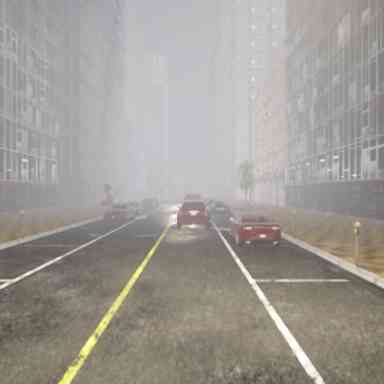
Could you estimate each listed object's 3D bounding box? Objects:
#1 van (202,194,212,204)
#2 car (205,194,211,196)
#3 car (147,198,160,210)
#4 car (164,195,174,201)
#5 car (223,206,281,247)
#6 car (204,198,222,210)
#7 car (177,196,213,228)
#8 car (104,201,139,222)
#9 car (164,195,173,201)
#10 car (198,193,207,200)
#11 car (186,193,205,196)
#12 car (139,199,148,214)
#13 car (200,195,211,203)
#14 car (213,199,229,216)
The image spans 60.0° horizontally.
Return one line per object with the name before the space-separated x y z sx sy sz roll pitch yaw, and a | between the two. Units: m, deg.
van | 2.678 1.280 60.426 1.690 1.788 3.998 0 0 0
car | 2.679 1.514 54.732 1.947 1.339 4.313 0 0 0
car | -5.699 1.509 43.354 1.887 1.381 4.507 0 0 0
car | -5.709 1.444 83.203 2.008 1.369 4.403 0 0 0
car | 2.689 1.539 14.887 1.887 1.381 4.507 0 0 0
car | 2.682 1.531 43.348 1.947 1.339 4.313 0 0 0
car | 0.094 1.342 22.303 2.097 1.767 4.553 0 0 0
car | -5.694 1.529 26.276 1.887 1.381 4.507 0 0 0
car | -5.708 1.431 77.340 1.752 1.417 4.829 0 0 0
car | 2.671 1.195 88.886 2.192 1.841 5.009 0 0 0
car | 0.090 1.192 40.591 2.150 2.045 5.566 0 0 0
car | -5.696 1.560 31.970 1.802 1.307 4.206 0 0 0
car | 2.676 1.369 66.117 1.967 1.590 4.097 0 0 0
car | 2.685 1.544 31.964 1.947 1.339 4.313 0 0 0
